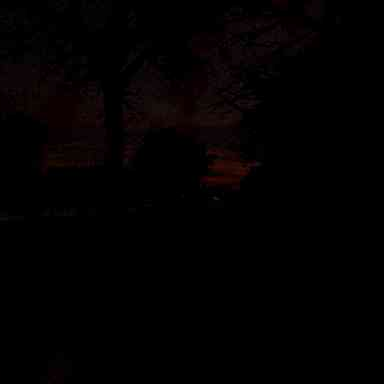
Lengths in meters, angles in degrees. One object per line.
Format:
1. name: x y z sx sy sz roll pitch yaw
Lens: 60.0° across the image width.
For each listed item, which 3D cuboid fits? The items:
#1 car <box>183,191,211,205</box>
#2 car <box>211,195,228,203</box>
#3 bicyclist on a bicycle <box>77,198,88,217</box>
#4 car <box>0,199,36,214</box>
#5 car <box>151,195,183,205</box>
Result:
1. car: 0.409 0.904 51.473 2.150 2.045 5.566 1 0 28
2. car: 4.989 1.307 60.846 2.033 1.411 5.357 1 0 23
3. bicyclist on a bicycle: -9.607 1.350 29.113 1.656 1.620 0.582 -1 0 36
4. car: -16.708 1.369 30.309 1.812 1.442 4.674 1 2 36
5. car: -3.977 1.166 49.962 2.033 1.411 5.357 1 1 29
